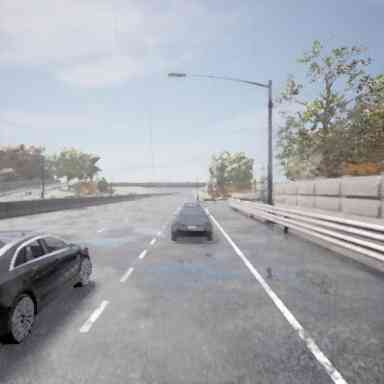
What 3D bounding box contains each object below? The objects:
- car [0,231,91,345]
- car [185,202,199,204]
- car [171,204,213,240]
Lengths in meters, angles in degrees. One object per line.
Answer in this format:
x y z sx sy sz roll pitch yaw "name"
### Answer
-3.399 1.483 6.330 2.128 1.511 4.902 0 0 0 "car"
-0.007 1.541 27.304 1.994 1.385 4.181 0 0 0 "car"
-0.004 1.547 16.911 1.994 1.385 4.181 0 0 0 "car"
